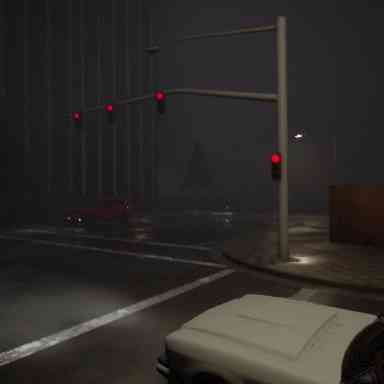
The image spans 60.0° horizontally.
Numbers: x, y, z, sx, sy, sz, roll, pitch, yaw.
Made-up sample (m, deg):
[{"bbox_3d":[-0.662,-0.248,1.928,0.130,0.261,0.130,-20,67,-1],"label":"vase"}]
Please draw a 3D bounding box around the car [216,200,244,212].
[{"bbox_3d":[4.871,1.751,42.351,1.837,1.490,4.892,-1,-1,36],"label":"car"}]

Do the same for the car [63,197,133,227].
[{"bbox_3d":[-7.062,1.463,25.638,2.150,2.045,5.566,-1,0,35],"label":"car"}]

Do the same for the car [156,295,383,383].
[{"bbox_3d":[1.954,1.598,2.675,4.718,1.301,1.895,-1,0,38],"label":"car"}]
